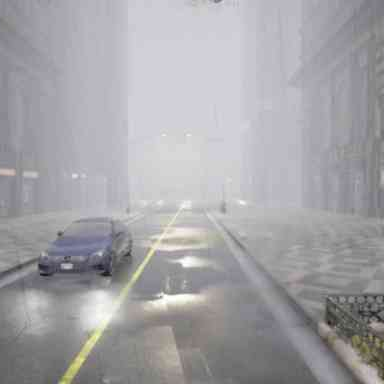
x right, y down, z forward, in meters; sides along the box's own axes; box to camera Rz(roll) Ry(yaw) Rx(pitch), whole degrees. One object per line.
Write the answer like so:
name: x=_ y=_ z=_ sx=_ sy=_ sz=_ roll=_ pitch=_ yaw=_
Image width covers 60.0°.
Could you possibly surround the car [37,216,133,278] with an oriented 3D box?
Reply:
car: x=-3.001 y=1.527 z=10.318 sx=1.812 sy=1.442 sz=4.674 roll=0 pitch=0 yaw=0
